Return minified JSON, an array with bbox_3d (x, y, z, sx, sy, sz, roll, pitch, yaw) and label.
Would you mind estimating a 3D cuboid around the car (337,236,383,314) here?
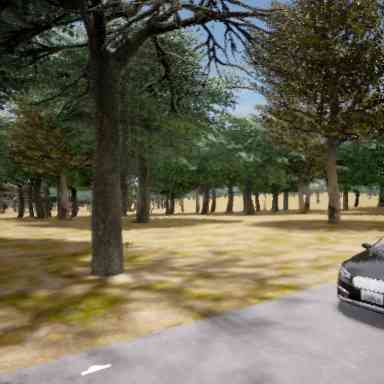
[{"bbox_3d":[5.014,1.526,7.089,4.902,1.511,2.128,0,0,-37],"label":"car"}]
